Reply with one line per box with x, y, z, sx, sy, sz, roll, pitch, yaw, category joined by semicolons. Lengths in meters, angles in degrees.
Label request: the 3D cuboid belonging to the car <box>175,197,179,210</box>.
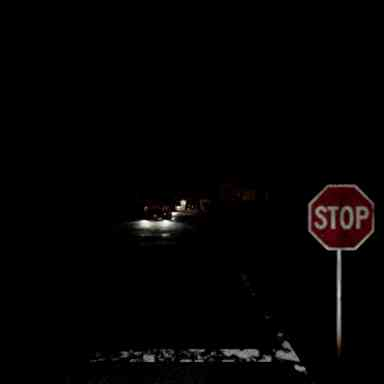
-2.864;1.501;39.288;1.837;1.490;4.892;0;0;0;car

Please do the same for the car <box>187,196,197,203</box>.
0.033;1.567;68.477;1.994;1.385;4.181;0;0;0;car

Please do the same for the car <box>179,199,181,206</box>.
-2.857;1.477;53.559;1.882;1.535;5.008;0;0;0;car

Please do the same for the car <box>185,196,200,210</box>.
0.073;1.502;43.607;1.837;1.490;4.892;0;0;0;car

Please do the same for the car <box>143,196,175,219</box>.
-2.914;1.350;28.982;2.097;1.767;4.553;0;0;2;car
